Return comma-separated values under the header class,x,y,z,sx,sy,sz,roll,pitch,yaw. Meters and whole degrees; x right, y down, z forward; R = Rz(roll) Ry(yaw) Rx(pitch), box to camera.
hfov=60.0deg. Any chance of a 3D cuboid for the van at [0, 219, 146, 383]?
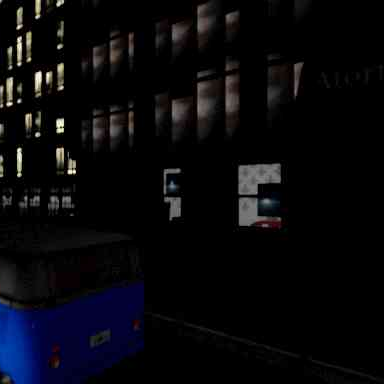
class,x,y,z,sx,sy,sz,roll,pitch,yaw
van,-2.491,1.335,4.649,3.998,1.788,1.690,0,0,35
